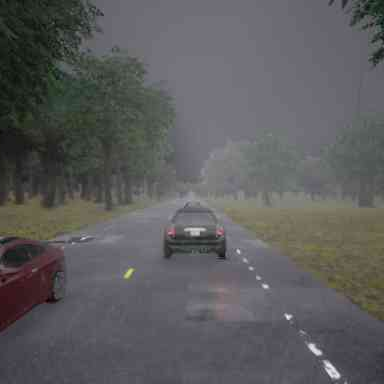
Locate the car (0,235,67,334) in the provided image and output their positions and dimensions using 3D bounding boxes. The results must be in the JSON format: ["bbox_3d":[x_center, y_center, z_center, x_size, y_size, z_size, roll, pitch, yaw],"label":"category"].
[{"bbox_3d":[-3.599,1.526,5.501,1.812,1.442,4.674,0,0,0],"label":"car"}]

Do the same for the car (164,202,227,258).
[{"bbox_3d":[0.102,1.359,12.867,2.097,1.767,4.553,0,0,0],"label":"car"}]

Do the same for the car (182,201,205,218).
[{"bbox_3d":[0.105,1.619,31.118,1.994,1.385,4.181,0,0,0],"label":"car"}]
